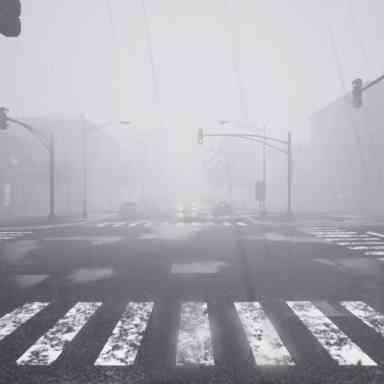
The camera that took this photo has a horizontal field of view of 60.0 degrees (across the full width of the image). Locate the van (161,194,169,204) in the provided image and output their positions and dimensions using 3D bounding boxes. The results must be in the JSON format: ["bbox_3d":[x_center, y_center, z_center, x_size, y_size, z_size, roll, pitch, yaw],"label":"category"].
[{"bbox_3d":[-5.485,1.335,58.121,1.690,1.788,3.998,0,0,0],"label":"van"}]

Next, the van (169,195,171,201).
[{"bbox_3d":[-5.465,1.334,63.667,1.690,1.788,3.998,0,0,0],"label":"van"}]

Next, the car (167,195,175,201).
[{"bbox_3d":[-5.383,1.534,85.853,1.887,1.381,4.507,0,0,0],"label":"car"}]

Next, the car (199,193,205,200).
[{"bbox_3d":[2.958,1.557,74.729,1.947,1.339,4.313,-1,0,0],"label":"car"}]

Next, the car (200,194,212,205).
[{"bbox_3d":[2.897,1.544,58.091,2.008,1.369,4.403,-1,0,0],"label":"car"}]

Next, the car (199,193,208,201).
[{"bbox_3d":[2.995,1.304,85.822,2.192,1.841,5.009,-1,0,0],"label":"car"}]

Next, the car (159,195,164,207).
[{"bbox_3d":[-5.524,1.540,47.029,1.887,1.381,4.507,0,0,0],"label":"car"}]

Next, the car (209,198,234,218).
[{"bbox_3d":[2.797,1.523,30.529,1.752,1.417,4.829,-1,0,0],"label":"car"}]

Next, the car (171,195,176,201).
[{"bbox_3d":[-5.403,1.556,80.306,1.947,1.339,4.313,0,0,0],"label":"car"}]

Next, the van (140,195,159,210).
[{"bbox_3d":[-5.545,1.337,41.482,1.690,1.788,3.998,0,0,0],"label":"van"}]

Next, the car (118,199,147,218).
[{"bbox_3d":[-5.583,1.579,30.390,1.802,1.307,4.206,0,0,0],"label":"car"}]

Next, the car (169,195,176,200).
[{"bbox_3d":[-5.363,1.570,91.398,1.802,1.307,4.206,0,0,0],"label":"car"}]
